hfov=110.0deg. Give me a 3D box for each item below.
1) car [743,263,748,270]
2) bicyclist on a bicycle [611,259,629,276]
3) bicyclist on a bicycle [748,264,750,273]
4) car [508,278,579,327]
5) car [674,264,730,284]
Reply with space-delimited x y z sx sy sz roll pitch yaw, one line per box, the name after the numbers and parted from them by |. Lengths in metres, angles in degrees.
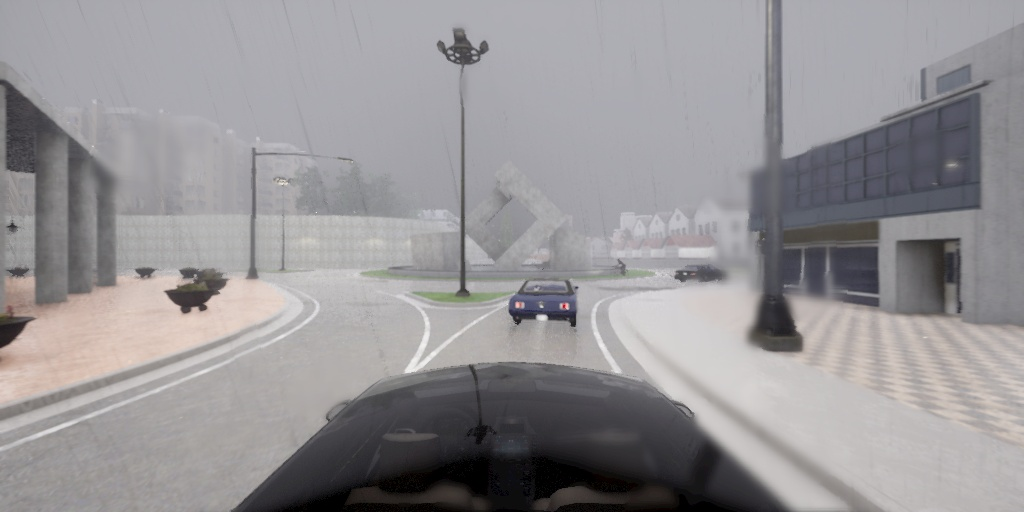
35.613 1.259 50.897 5.008 1.535 1.882 0 0 8 | car
10.018 1.074 33.272 1.656 1.620 0.582 -1 0 30 | bicyclist on a bicycle
26.750 1.160 39.819 0.582 1.620 1.656 0 8 3 | bicyclist on a bicycle
1.231 1.358 11.753 1.895 1.301 4.718 0 0 11 | car
14.254 1.313 26.880 5.357 1.411 2.033 0 0 -37 | car
